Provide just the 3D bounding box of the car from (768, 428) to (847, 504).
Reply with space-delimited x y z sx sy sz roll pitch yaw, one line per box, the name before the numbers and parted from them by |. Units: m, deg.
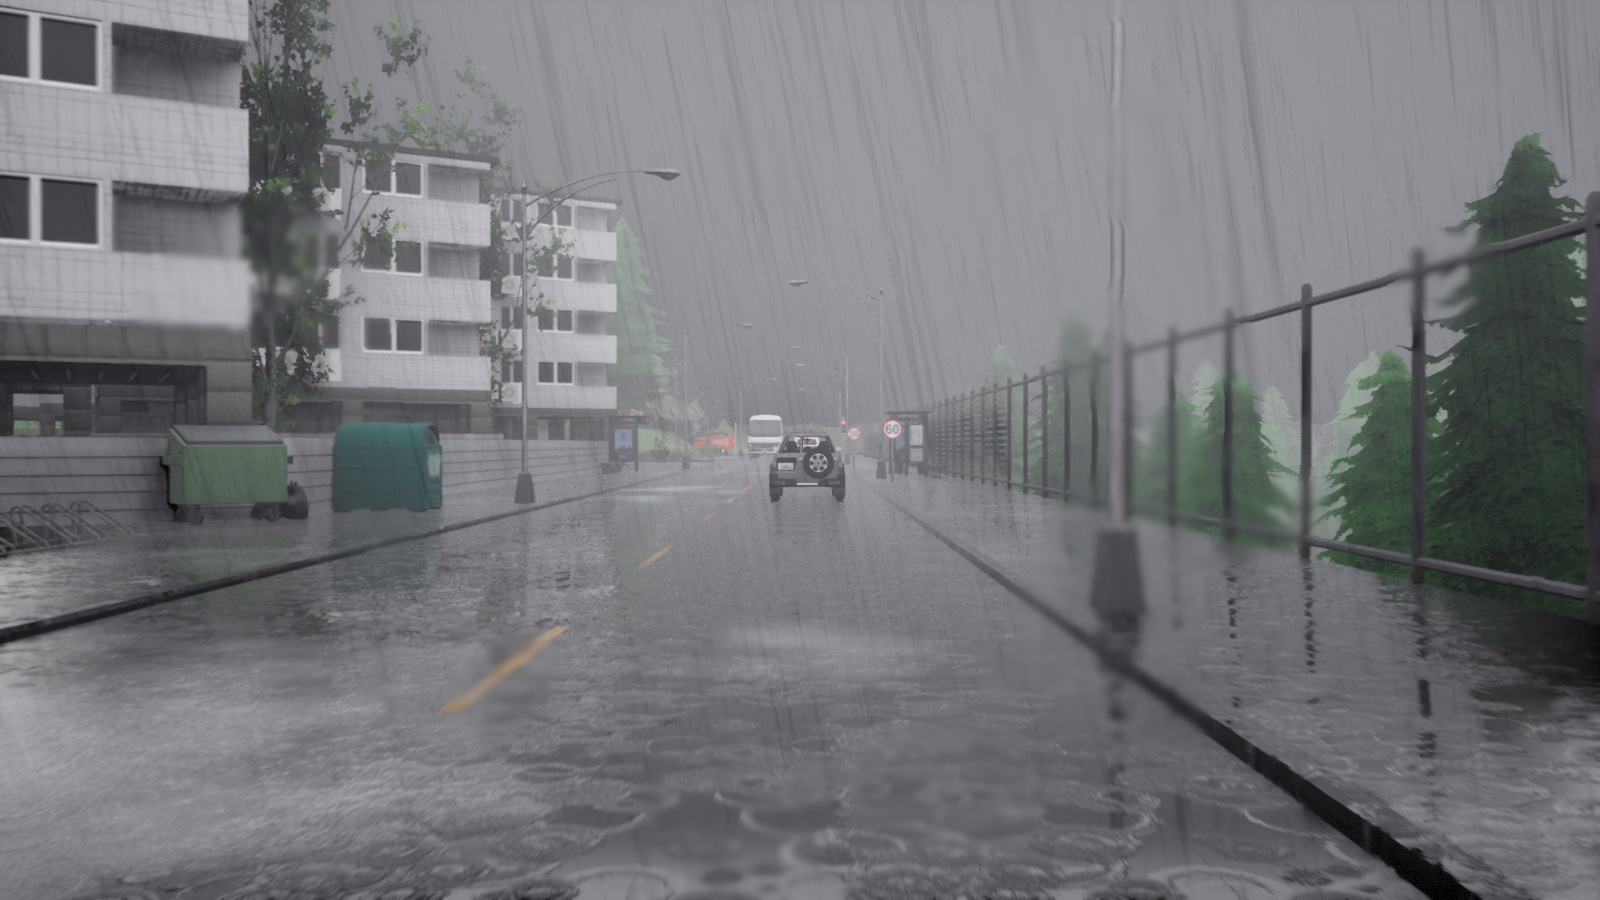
car | 0.193 0.376 33.196 1.932 1.855 4.605 0 0 0
